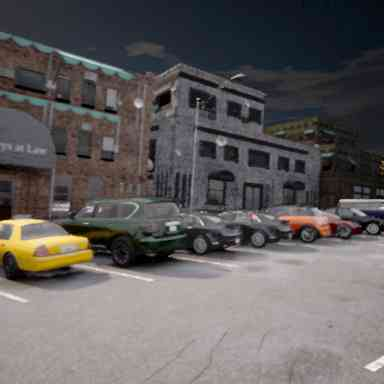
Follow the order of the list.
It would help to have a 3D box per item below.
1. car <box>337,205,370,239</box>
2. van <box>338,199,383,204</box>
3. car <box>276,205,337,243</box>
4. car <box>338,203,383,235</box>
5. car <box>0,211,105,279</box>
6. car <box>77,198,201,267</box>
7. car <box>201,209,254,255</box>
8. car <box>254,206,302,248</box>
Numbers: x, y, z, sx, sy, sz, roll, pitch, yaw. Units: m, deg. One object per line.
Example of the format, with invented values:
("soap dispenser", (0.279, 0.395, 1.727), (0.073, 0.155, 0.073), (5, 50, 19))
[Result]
("car", (6.866, 1.641, 18.402), (4.792, 1.488, 2.163), (-1, -2, 35))
("van", (11.540, 1.482, 21.864), (4.442, 1.987, 1.878), (0, -1, 35))
("car", (4.465, 1.446, 16.703), (4.553, 1.767, 2.185), (-1, -1, 35))
("car", (9.231, 1.656, 20.111), (5.008, 1.535, 2.097), (-1, -2, 35))
("car", (-5.281, 1.475, 10.039), (5.366, 1.575, 1.946), (-1, -1, 35))
("car", (-2.767, 1.242, 11.650), (5.566, 2.045, 2.435), (-1, -1, 35))
("car", (-0.346, 1.512, 13.326), (4.892, 1.521, 2.231), (-1, -1, 35))
("car", (2.051, 1.541, 15.024), (4.892, 1.521, 2.231), (-1, -1, 35))
